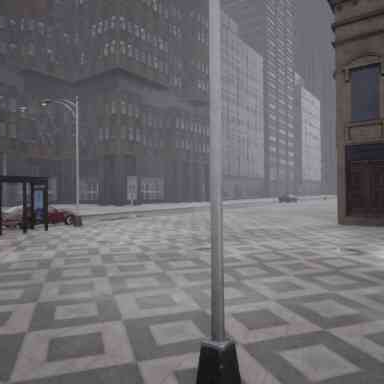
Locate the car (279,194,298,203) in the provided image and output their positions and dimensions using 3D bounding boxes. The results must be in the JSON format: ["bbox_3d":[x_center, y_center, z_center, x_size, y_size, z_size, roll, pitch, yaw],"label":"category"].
[{"bbox_3d":[16.445,1.110,56.507,1.882,1.535,5.008,-1,0,35],"label":"car"}]

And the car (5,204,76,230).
[{"bbox_3d":[-9.330,1.430,20.314,1.812,1.442,4.674,-1,0,35],"label":"car"}]
